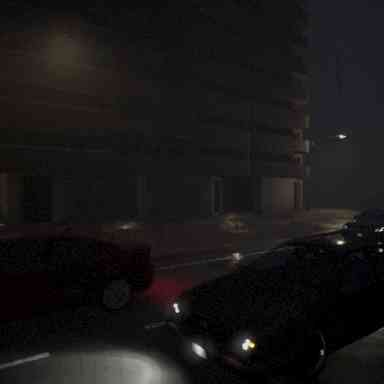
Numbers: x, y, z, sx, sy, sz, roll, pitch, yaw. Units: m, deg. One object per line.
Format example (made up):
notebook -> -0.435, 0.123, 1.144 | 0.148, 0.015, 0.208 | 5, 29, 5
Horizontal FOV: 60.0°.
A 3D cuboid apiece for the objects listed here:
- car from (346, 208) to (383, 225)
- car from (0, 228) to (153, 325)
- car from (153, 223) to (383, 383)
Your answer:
car -> 8.520, 1.454, 14.989 | 4.674, 1.442, 1.812 | 0, 0, -41
car -> -3.102, 1.473, 6.098 | 5.008, 1.535, 1.882 | 0, 0, -36
car -> 2.243, 1.525, 5.601 | 5.357, 1.411, 2.033 | 0, 0, -36
